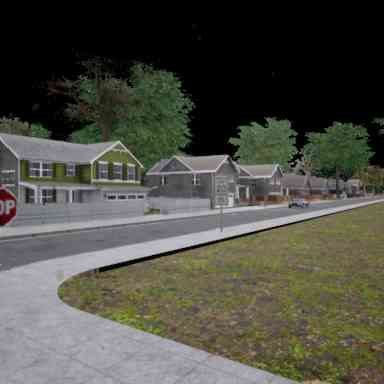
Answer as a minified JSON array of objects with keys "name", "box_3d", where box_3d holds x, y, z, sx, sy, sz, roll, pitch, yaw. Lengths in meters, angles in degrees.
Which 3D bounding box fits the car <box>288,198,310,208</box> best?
[{"name":"car","box_3d":[14.893,1.528,46.156,1.994,1.385,4.181,0,0,35]}]
